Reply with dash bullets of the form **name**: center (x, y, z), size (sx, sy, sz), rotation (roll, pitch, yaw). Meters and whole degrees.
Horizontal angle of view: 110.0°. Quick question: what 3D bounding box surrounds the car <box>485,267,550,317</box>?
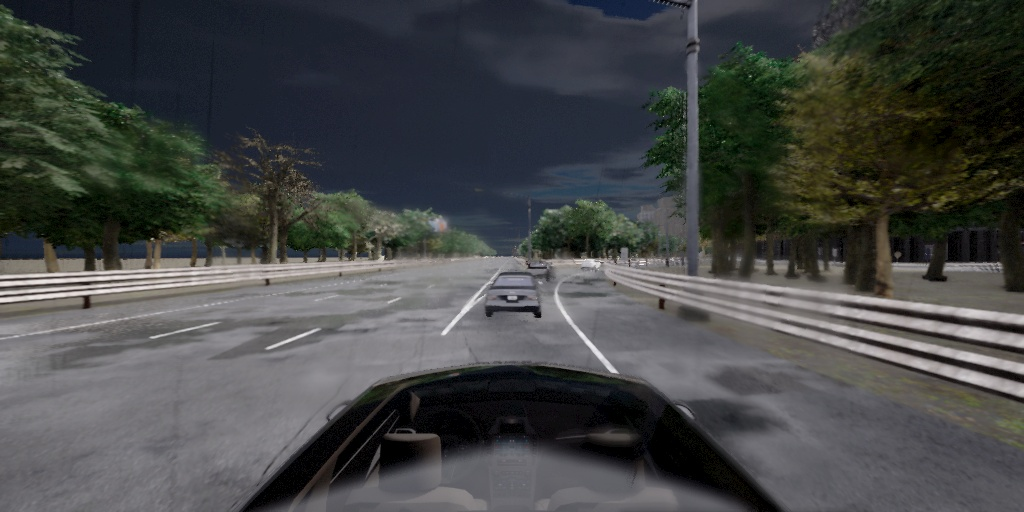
- **car**: center (0.151, 1.285, 13.147), size (2.033, 1.411, 5.357), rotation (0, 0, 3)

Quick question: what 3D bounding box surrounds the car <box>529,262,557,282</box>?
- **car**: center (2.435, 1.216, 28.756), size (2.128, 1.511, 4.902), rotation (0, 0, 15)

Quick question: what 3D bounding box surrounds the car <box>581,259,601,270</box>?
- **car**: center (11.291, 1.213, 51.139), size (1.812, 1.442, 4.674), rotation (0, 0, 30)
